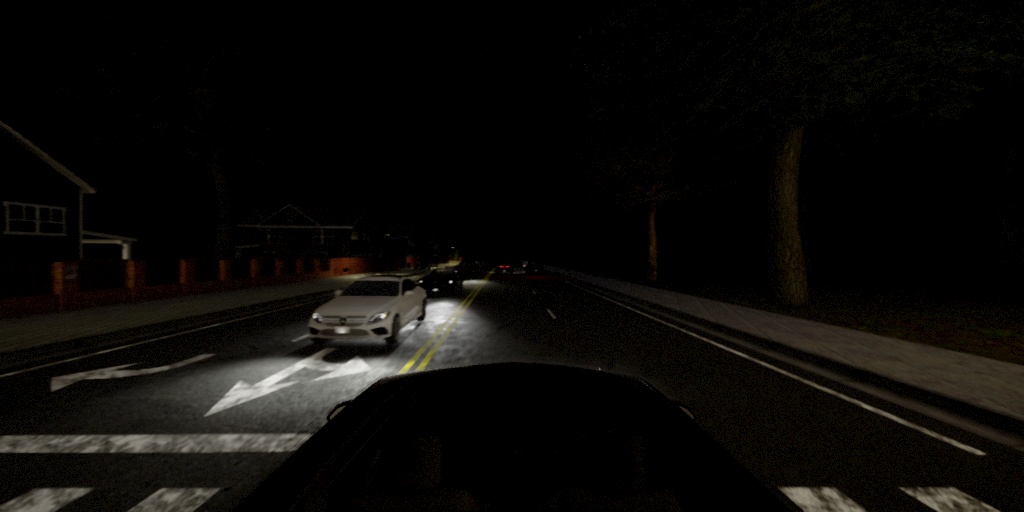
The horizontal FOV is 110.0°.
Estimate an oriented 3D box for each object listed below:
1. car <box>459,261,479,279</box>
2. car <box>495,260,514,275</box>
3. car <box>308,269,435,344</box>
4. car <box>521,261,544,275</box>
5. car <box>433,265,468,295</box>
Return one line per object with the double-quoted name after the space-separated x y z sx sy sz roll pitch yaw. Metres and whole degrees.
-4.017 1.210 32.521 1.882 1.535 5.008 0 0 -1 "car"
-0.826 1.261 39.069 1.837 1.490 4.892 0 0 -1 "car"
-3.528 1.255 9.673 1.812 1.442 4.674 0 0 -1 "car"
2.423 1.271 39.196 2.128 1.511 4.902 0 0 -1 "car"
-3.748 1.332 19.638 1.895 1.301 4.718 0 0 -1 "car"
